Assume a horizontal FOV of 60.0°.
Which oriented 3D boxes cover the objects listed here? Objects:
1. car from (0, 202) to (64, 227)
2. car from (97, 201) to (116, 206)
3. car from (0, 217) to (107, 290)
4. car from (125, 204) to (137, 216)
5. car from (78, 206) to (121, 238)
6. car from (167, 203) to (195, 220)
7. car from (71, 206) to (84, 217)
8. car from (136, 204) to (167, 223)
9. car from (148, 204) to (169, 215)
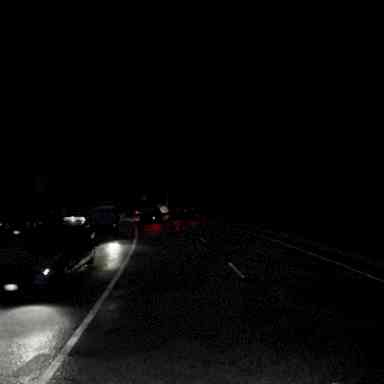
[{"bbox_3d":[-8.573,1.594,18.220,2.150,2.045,5.566,0,-1,-9],"label":"car"},{"bbox_3d":[-11.724,2.221,45.275,2.150,2.045,5.566,0,-1,-20],"label":"car"},{"bbox_3d":[-4.096,1.714,9.818,2.033,1.411,5.357,0,-1,-5],"label":"car"},{"bbox_3d":[-7.837,2.380,44.721,1.837,1.490,4.892,0,-1,-19],"label":"car"},{"bbox_3d":[-5.352,1.856,20.210,1.882,1.535,5.008,0,-1,-9],"label":"car"},{"bbox_3d":[-1.223,1.966,35.257,2.097,1.767,4.553,0,-1,-16],"label":"car"},{"bbox_3d":[-15.009,2.546,44.072,1.994,1.385,4.181,0,-1,-20],"label":"car"},{"bbox_3d":[-3.928,2.086,31.630,1.837,1.490,4.892,0,-1,-14],"label":"car"},{"bbox_3d":[-4.702,2.383,46.331,1.812,1.442,4.674,0,-1,-20],"label":"car"}]
